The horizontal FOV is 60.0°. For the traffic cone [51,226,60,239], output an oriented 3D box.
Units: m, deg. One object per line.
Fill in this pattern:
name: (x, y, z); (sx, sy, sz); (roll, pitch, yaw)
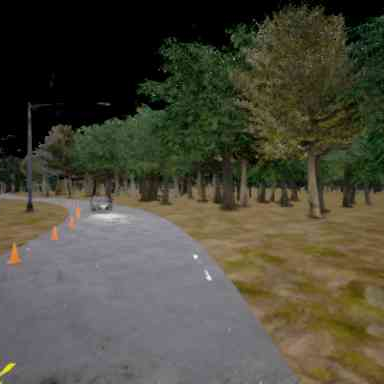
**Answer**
traffic cone: (-6.259, 1.832, 15.198); (0.340, 0.580, 0.340); (0, 1, -10)

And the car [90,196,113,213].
car: (-8.972, 1.162, 32.882); (2.128, 1.511, 4.902); (0, 1, -21)

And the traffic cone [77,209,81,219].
traffic cone: (-8.439, 1.731, 24.664); (0.340, 0.580, 0.340); (0, 1, -16)

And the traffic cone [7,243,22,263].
traffic cone: (-5.542, 1.878, 10.393); (0.340, 0.580, 0.340); (0, 1, -7)
